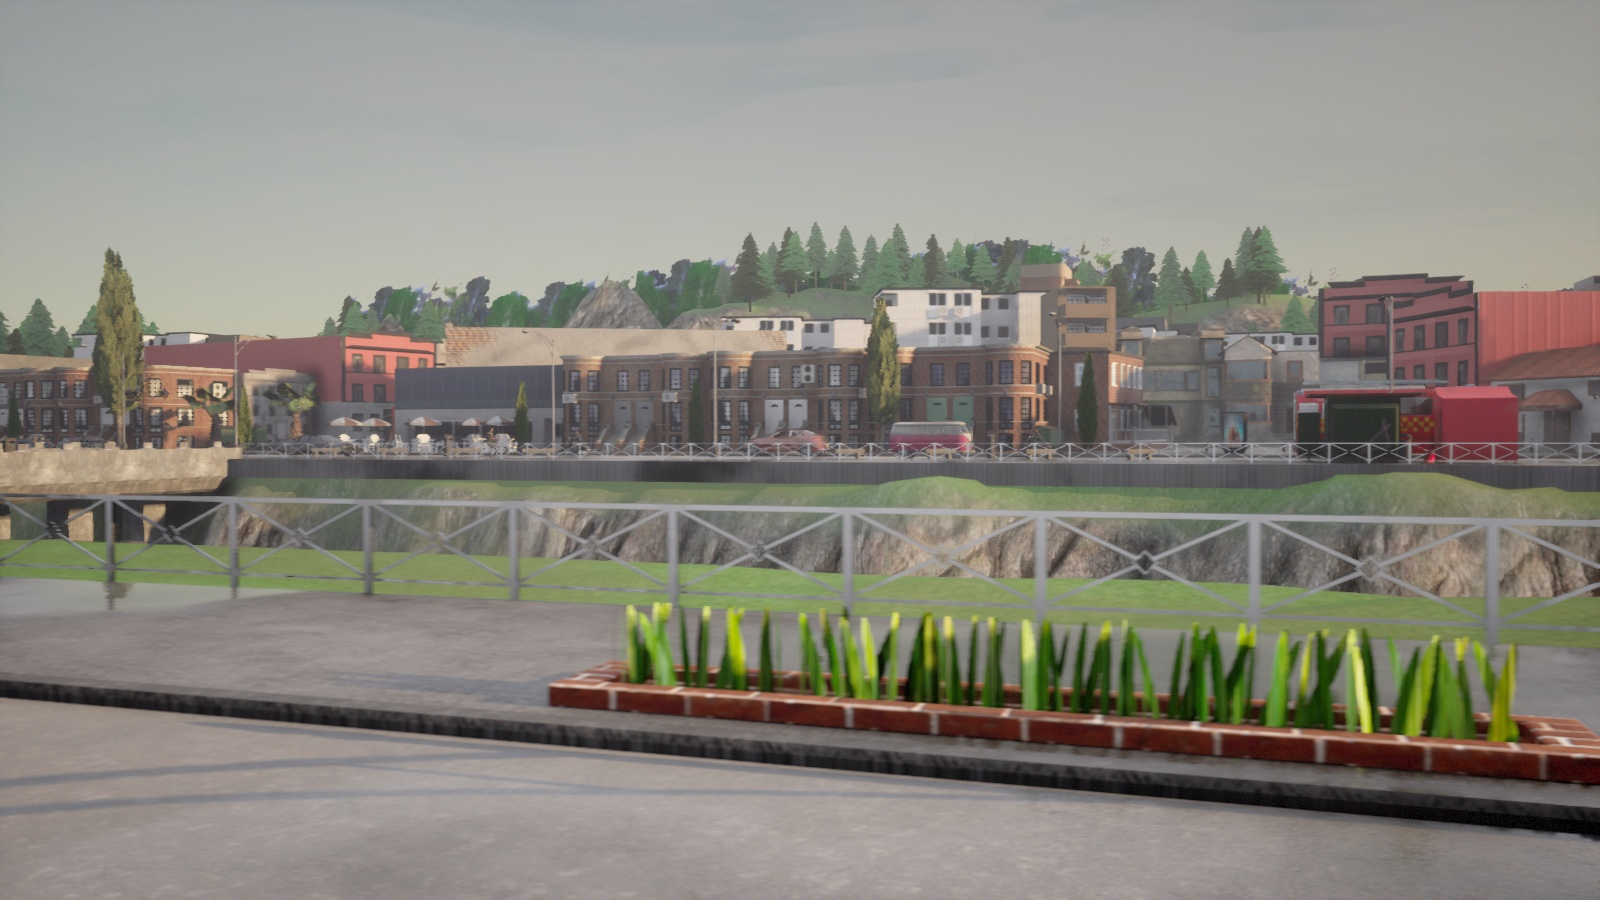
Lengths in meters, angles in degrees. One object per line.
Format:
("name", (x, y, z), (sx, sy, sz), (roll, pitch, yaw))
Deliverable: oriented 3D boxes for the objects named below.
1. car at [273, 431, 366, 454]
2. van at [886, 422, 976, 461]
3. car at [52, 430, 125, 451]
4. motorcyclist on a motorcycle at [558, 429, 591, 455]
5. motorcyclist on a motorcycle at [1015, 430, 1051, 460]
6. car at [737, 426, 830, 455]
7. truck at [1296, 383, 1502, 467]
("car", (-30.226, -0.504, 78.968), (5.357, 1.411, 2.033), (1, 1, 19))
("van", (6.940, -0.459, 66.472), (4.442, 1.987, 1.775), (1, 1, 19))
("car", (-48.174, -0.652, 85.000), (4.181, 1.385, 1.994), (1, 1, 19))
("motorcyclist on a motorcycle", (-13.986, -0.517, 77.726), (1.817, 1.590, 0.866), (1, 1, 19))
("motorcyclist on a motorcycle", (12.738, -0.273, 68.744), (1.817, 1.590, 0.866), (1, 1, 19))
("car", (-0.952, -0.573, 73.343), (5.027, 1.651, 2.152), (1, 1, 19))
("truck", (28.087, -1.183, 59.350), (8.468, 3.827, 2.891), (1, 1, 19))
